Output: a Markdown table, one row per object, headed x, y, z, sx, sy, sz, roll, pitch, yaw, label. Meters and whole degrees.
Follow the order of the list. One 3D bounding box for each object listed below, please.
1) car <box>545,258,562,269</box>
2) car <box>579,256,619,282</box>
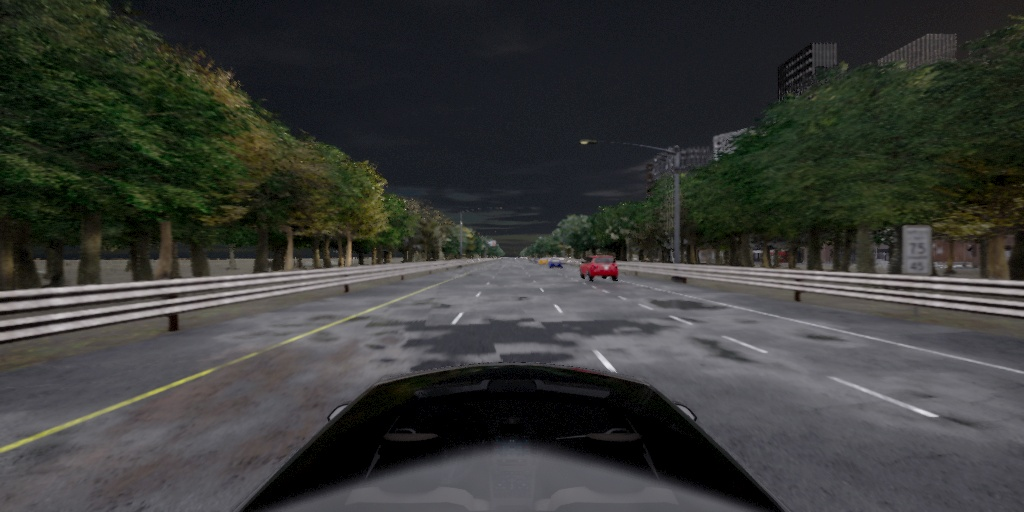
| x | y | z | sx | sy | sz | roll | pitch | yaw | label |
| --- | --- | --- | --- | --- | --- | --- | --- | --- | --- |
| 7.067 | 1.274 | 59.292 | 1.882 | 1.535 | 5.008 | 0 | 0 | 0 | car |
| 7.019 | 0.984 | 29.366 | 2.150 | 2.045 | 5.566 | 0 | 0 | 0 | car |
